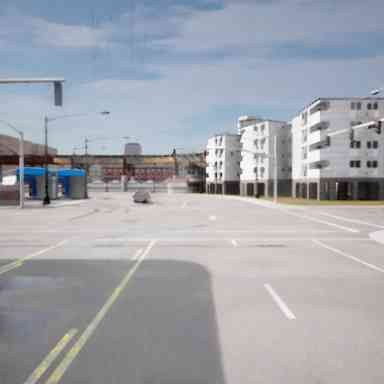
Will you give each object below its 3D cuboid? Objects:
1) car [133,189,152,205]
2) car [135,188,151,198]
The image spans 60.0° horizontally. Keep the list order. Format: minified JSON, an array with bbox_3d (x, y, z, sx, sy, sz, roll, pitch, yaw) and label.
[{"bbox_3d":[-6.328,0.882,42.789,1.837,1.490,4.892,0,3,0],"label":"car"},{"bbox_3d":[-9.754,0.198,65.867,2.097,1.767,4.553,-1,1,-22],"label":"car"}]
